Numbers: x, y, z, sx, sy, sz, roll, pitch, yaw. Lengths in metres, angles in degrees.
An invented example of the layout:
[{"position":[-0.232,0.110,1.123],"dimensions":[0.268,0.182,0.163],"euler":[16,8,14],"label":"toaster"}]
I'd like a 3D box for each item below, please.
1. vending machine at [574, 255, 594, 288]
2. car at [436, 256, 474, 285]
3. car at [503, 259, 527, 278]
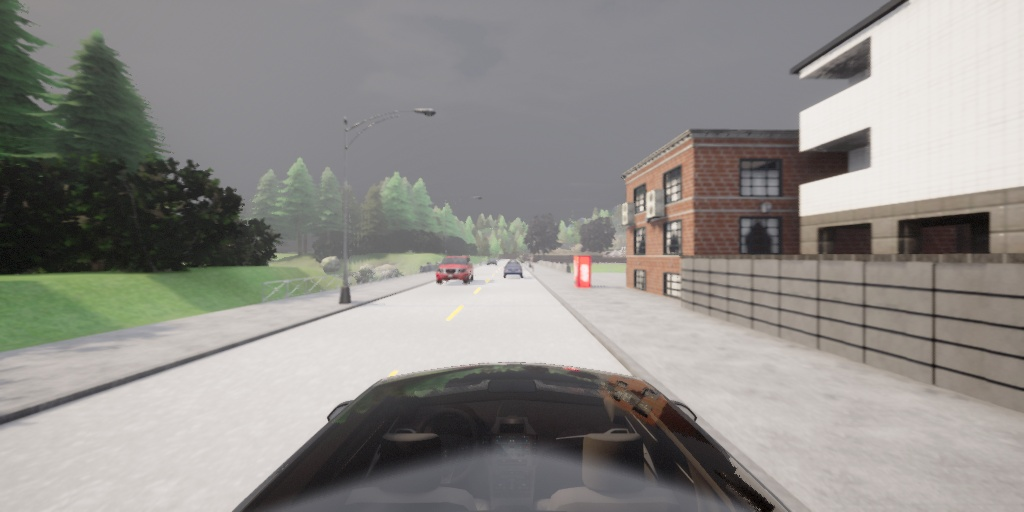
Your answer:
[{"position":[4.317,0.949,21.873],"dimensions":[1.100,2.100,0.880],"euler":[0,0,0],"label":"vending machine"},{"position":[-4.077,0.978,26.517],"dimensions":[2.150,2.045,5.566],"euler":[0,0,0],"label":"car"},{"position":[0.121,1.304,34.344],"dimensions":[2.033,1.411,5.357],"euler":[0,0,0],"label":"car"}]
